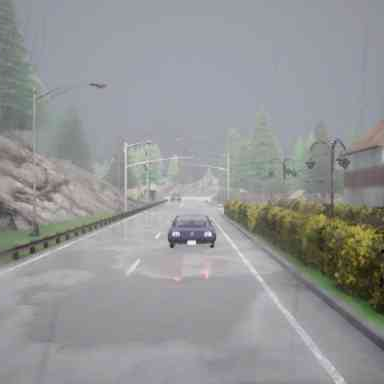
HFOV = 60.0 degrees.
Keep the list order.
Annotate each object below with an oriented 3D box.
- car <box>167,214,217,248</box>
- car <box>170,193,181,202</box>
[{"bbox_3d":[0.000,1.613,14.680,1.895,1.301,4.718,0,0,0],"label":"car"},{"bbox_3d":[-3.500,1.215,72.881,2.150,2.045,5.566,0,0,0],"label":"car"}]
